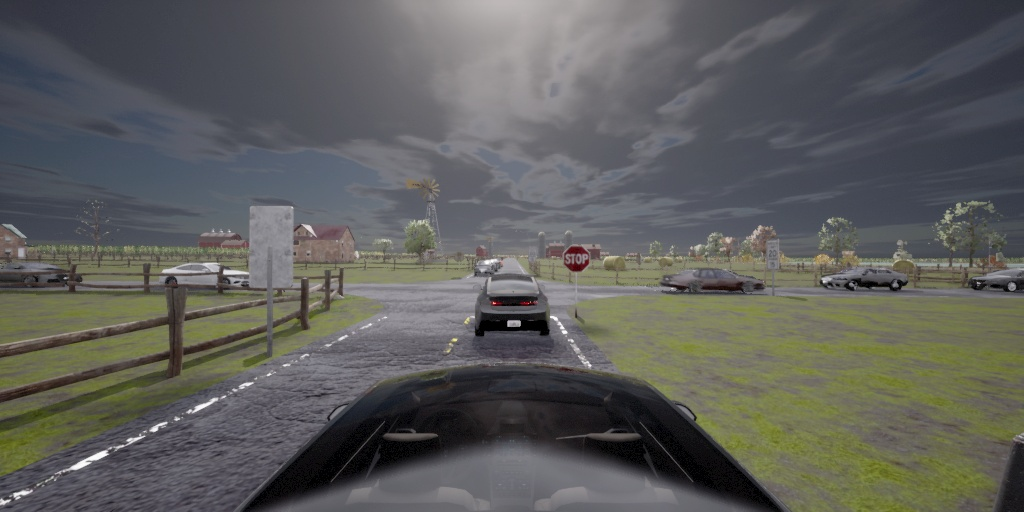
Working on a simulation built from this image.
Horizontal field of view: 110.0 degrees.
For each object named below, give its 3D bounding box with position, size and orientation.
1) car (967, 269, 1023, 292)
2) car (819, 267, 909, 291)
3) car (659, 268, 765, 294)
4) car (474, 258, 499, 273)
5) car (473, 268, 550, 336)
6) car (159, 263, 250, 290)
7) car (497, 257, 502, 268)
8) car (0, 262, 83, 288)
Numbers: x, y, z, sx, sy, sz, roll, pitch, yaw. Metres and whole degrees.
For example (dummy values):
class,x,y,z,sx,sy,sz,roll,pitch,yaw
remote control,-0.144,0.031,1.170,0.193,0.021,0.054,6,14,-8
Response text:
class,x,y,z,sx,sy,sz,roll,pitch,yaw
car,33.550,1.604,23.922,4.892,1.490,1.837,1,-1,0
car,23.235,1.495,23.805,4.902,1.511,2.128,1,-1,-1
car,11.422,1.408,20.714,5.357,1.411,2.033,1,-1,-1
car,-2.809,1.243,37.069,2.128,1.511,4.902,0,0,0
car,-0.061,1.256,10.378,1.837,1.490,4.892,0,0,-3
car,-17.217,1.103,20.359,4.674,1.442,1.812,1,-1,-1
car,-2.789,1.241,46.515,2.128,1.511,4.902,0,0,0
car,-27.170,1.039,20.239,4.181,1.385,1.994,1,-1,-1
